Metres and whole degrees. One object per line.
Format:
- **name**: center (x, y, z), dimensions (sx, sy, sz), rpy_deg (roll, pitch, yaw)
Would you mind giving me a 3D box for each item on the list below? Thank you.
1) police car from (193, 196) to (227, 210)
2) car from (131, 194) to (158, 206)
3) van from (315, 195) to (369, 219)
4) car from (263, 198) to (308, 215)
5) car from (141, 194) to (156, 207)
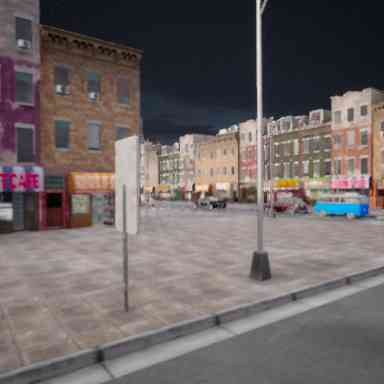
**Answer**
- **police car**: center (1.982, 1.247, 39.567), dimensions (1.930, 1.638, 5.238), rpy_deg (-1, 0, -36)
- **car**: center (-7.571, 1.192, 52.630), dimensions (2.192, 1.841, 5.009), rpy_deg (-1, 0, -36)
- **van**: center (11.630, 1.113, 25.973), dimensions (1.690, 1.788, 3.998), rpy_deg (-1, 0, -36)
- **car**: center (8.431, 1.228, 30.416), dimensions (1.967, 1.590, 4.097), rpy_deg (-1, 0, -36)
- **car**: center (-7.111, 1.364, 47.545), dimensions (1.882, 1.535, 5.008), rpy_deg (-1, 0, -36)
